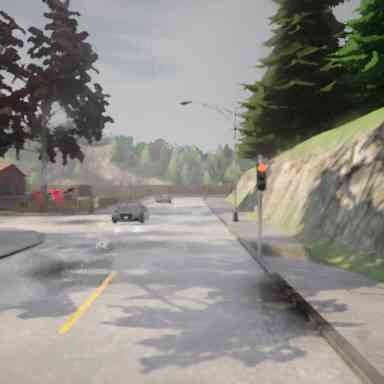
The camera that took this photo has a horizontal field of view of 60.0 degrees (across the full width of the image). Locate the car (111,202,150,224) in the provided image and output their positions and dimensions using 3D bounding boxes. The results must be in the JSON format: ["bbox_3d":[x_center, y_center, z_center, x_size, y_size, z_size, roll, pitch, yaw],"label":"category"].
[{"bbox_3d":[-4.006,1.338,22.213,1.994,1.385,4.181,0,1,0],"label":"car"}]

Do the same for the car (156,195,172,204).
[{"bbox_3d":[-4.011,1.075,48.551,1.994,1.385,4.181,0,1,0],"label":"car"}]
